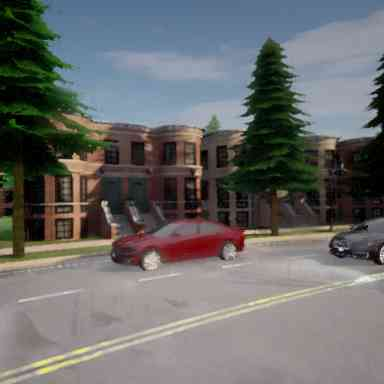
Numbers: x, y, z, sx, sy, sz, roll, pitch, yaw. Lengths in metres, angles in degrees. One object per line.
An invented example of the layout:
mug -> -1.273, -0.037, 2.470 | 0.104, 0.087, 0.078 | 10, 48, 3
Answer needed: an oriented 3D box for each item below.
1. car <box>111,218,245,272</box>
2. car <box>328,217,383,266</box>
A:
car -> -0.370, 1.745, 11.982 | 5.008, 1.535, 1.882 | 0, -2, -31
car -> 7.220, 1.670, 12.135 | 4.892, 1.490, 1.837 | 0, -2, -23
